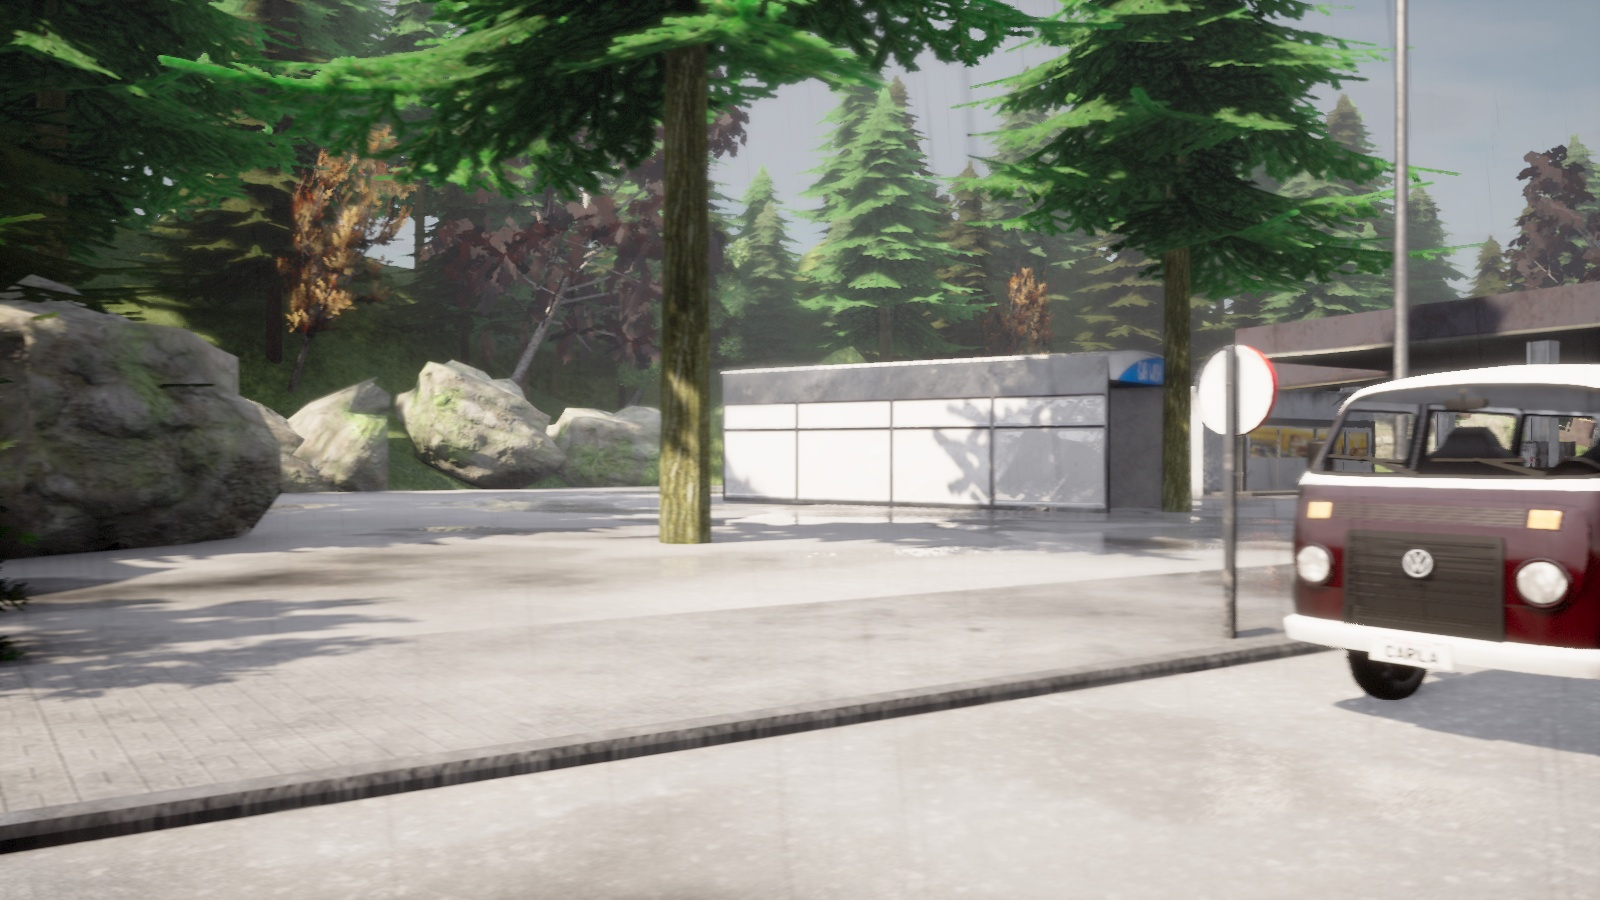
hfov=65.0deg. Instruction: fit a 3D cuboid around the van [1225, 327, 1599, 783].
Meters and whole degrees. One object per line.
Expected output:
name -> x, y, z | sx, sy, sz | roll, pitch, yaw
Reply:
van -> 4.881, 0.478, 7.670 | 4.480, 2.038, 2.069 | 0, 0, -35
